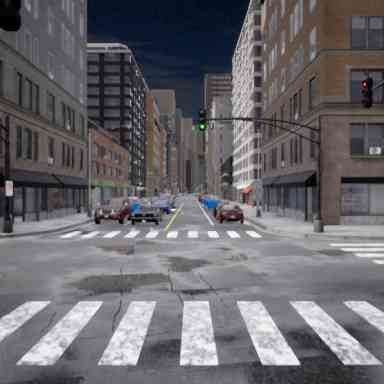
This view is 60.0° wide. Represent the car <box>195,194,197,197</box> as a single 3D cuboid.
[{"bbox_3d":[2.580,1.336,79.868,2.192,1.841,5.009,0,0,0],"label":"car"}]

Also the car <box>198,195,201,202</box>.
[{"bbox_3d":[2.638,1.597,63.365,1.802,1.307,4.206,0,0,0],"label":"car"}]

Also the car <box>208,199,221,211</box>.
[{"bbox_3d":[2.752,1.572,30.356,1.947,1.339,4.313,0,0,0],"label":"car"}]

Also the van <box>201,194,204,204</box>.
[{"bbox_3d":[2.676,1.353,52.362,1.690,1.788,3.998,0,0,0],"label":"van"}]

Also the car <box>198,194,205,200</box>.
[{"bbox_3d":[2.543,1.467,90.871,1.967,1.590,4.097,0,0,0],"label":"car"}]

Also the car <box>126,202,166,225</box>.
[{"bbox_3d":[-3.181,1.605,24.098,1.895,1.301,4.718,0,0,0],"label":"car"}]

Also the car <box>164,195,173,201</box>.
[{"bbox_3d":[-5.963,1.589,85.340,1.947,1.339,4.313,0,0,0],"label":"car"}]

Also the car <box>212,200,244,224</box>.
[{"bbox_3d":[2.771,1.549,24.855,1.887,1.381,4.507,0,0,0],"label":"car"}]

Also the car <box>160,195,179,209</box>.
[{"bbox_3d":[-3.248,1.515,46.294,1.837,1.490,4.892,0,0,0],"label":"car"}]

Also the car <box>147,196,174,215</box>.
[{"bbox_3d":[-3.210,1.485,34.522,1.882,1.535,5.008,0,0,0],"label":"car"}]

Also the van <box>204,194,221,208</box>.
[{"bbox_3d":[2.714,1.350,41.359,1.690,1.788,3.998,0,0,0],"label":"van"}]

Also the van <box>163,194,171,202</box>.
[{"bbox_3d":[-5.945,1.362,79.839,1.690,1.788,3.998,0,0,0],"label":"van"}]

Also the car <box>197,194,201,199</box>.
[{"bbox_3d":[2.600,1.600,74.367,1.802,1.307,4.206,0,0,0],"label":"car"}]

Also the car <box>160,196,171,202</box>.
[{"bbox_3d":[-5.925,1.569,74.337,2.008,1.369,4.403,0,0,0],"label":"car"}]

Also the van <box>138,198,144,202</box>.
[{"bbox_3d":[-5.774,1.347,30.327,1.690,1.788,3.998,0,0,0],"label":"van"}]

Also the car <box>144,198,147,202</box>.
[{"bbox_3d":[-5.812,1.449,41.330,1.967,1.590,4.097,0,0,0],"label":"car"}]

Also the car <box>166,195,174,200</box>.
[{"bbox_3d":[-5.982,1.609,90.842,1.802,1.307,4.206,0,0,0],"label":"car"}]

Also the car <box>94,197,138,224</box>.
[{"bbox_3d":[-5.755,1.319,24.826,2.192,1.841,5.009,0,0,0],"label":"car"}]
